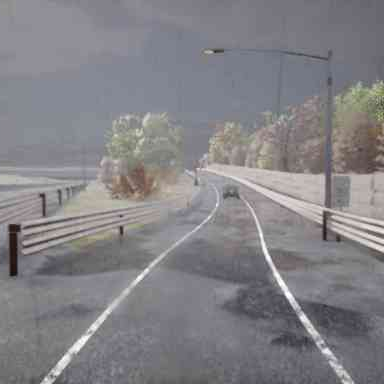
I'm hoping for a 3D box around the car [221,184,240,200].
[{"bbox_3d":[5.427,-0.065,46.494,2.150,2.045,5.566,0,4,4],"label":"car"}]

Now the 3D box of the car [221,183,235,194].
[{"bbox_3d":[6.077,-0.599,56.931,2.128,1.511,4.902,0,5,2],"label":"car"}]
